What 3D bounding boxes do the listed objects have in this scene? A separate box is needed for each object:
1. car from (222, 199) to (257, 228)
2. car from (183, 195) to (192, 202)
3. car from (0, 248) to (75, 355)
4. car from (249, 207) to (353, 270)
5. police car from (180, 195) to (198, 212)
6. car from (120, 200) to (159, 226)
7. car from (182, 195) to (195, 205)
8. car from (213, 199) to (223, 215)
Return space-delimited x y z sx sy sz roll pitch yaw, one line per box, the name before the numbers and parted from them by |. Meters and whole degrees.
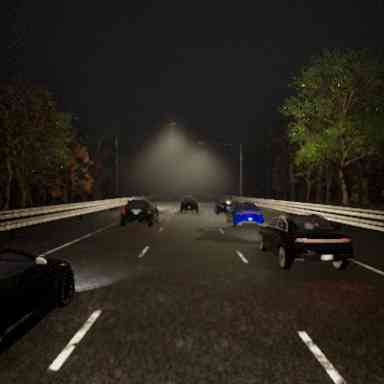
car | 3.398 1.439 22.041 1.882 1.535 5.008 0 0 -1
car | -1.086 1.404 73.954 1.994 1.385 4.181 0 0 -2
car | -3.414 1.555 5.248 1.994 1.385 4.181 0 0 0
car | 3.474 1.473 11.003 2.128 1.511 4.902 0 0 0
police car | -0.321 1.356 37.227 1.930 1.638 5.238 0 0 -1
car | -3.517 1.311 22.985 2.097 1.767 4.553 0 0 -1
car | -0.574 1.381 57.362 2.128 1.511 4.902 0 0 -1
car | 3.276 1.443 33.107 2.163 1.488 4.792 0 0 -1
